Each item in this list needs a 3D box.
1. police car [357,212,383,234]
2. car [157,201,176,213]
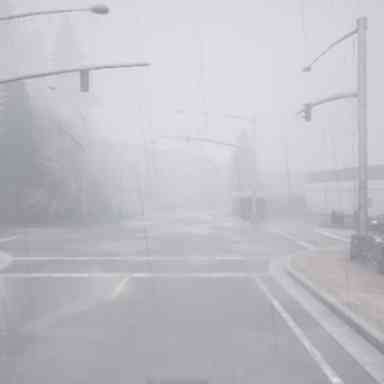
[{"bbox_3d":[12.611,1.702,19.940,4.974,1.542,2.038,0,-1,1],"label":"police car"},{"bbox_3d":[-3.389,1.918,44.670,1.882,1.535,5.008,0,-1,7],"label":"car"}]
